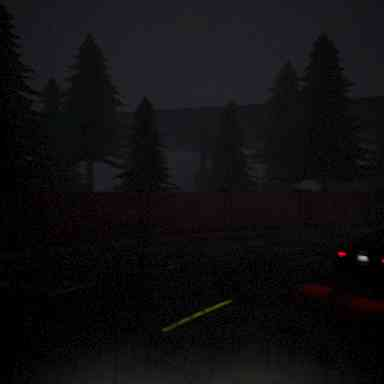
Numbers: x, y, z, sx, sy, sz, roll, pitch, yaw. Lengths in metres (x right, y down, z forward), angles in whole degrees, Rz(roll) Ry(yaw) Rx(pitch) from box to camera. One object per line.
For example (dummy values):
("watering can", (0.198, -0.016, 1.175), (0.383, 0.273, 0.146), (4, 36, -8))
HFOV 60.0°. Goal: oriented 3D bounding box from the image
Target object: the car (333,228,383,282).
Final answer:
("car", (6.266, 1.631, 9.122), (5.357, 1.411, 2.033), (0, -1, -29))
